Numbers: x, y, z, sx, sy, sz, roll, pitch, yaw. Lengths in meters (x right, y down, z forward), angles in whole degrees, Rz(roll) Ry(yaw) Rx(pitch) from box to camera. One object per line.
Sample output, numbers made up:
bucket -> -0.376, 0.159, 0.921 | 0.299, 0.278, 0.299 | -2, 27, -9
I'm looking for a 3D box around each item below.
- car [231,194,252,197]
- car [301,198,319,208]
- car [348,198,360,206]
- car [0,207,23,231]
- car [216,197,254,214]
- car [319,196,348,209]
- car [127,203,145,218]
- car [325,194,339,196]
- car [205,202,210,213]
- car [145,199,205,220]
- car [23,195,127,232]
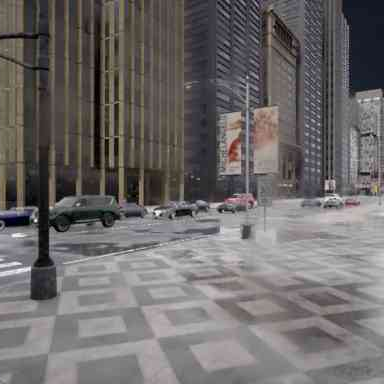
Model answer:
car -> 6.378, 1.263, 44.787 | 2.150, 2.045, 5.566 | 0, 0, 37
car -> 17.808, 1.616, 49.356 | 2.033, 1.411, 5.357 | 0, 0, 37
car -> 27.967, 1.658, 57.968 | 1.994, 1.385, 4.181 | 0, 0, 35
car -> -10.796, 1.602, 20.819 | 1.895, 1.301, 4.718 | 0, 0, 35
car -> 4.784, 1.585, 37.017 | 2.033, 1.411, 5.357 | 0, 0, 35
car -> 20.065, 1.622, 46.908 | 2.033, 1.411, 5.357 | 0, 0, 35
car -> -5.672, 1.576, 27.992 | 1.994, 1.385, 4.181 | 0, 0, 35
car -> 25.440, 1.310, 60.023 | 2.150, 2.045, 5.566 | 0, 0, 36
car -> 0.243, 1.552, 36.260 | 1.812, 1.442, 4.674 | 0, 0, 36
car -> -1.323, 1.514, 28.487 | 2.128, 1.511, 4.902 | 0, 0, 36
car -> -6.994, 1.232, 20.549 | 2.150, 2.045, 5.566 | 0, 0, 36
